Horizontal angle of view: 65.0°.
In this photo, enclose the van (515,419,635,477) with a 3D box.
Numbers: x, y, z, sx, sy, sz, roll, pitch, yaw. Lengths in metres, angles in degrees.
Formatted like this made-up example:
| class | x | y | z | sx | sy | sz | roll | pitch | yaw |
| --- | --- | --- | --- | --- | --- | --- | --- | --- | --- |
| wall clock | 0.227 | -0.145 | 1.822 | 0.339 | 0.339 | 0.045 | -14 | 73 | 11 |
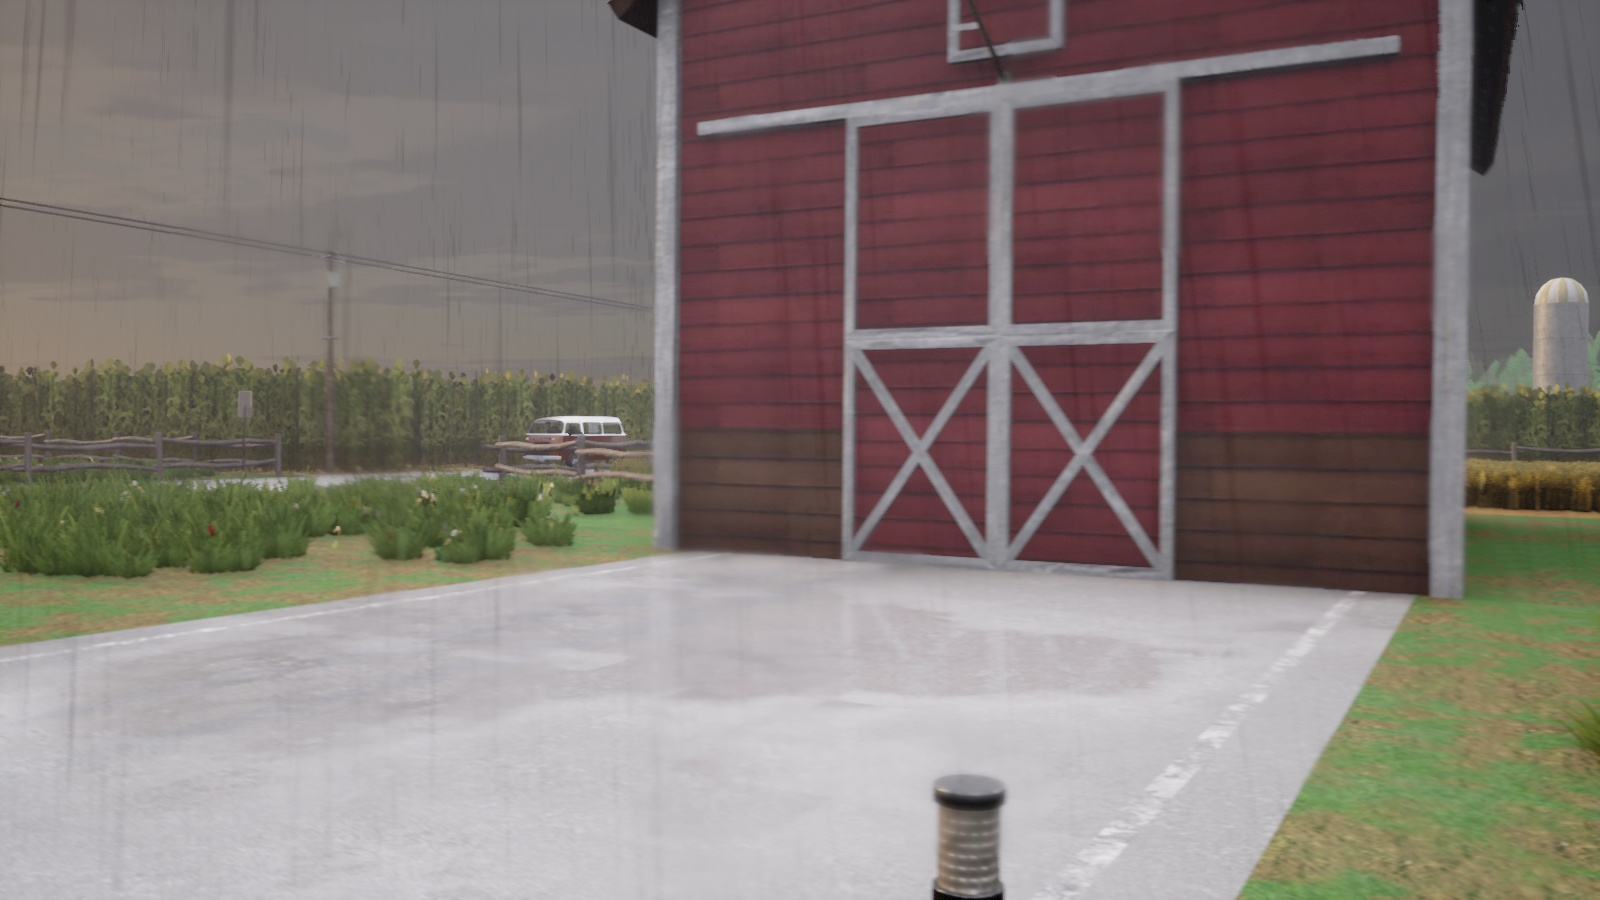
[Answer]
| class | x | y | z | sx | sy | sz | roll | pitch | yaw |
| --- | --- | --- | --- | --- | --- | --- | --- | --- | --- |
| van | -8.335 | -0.111 | 46.942 | 2.069 | 2.038 | 4.480 | 0 | 1 | 28 |
